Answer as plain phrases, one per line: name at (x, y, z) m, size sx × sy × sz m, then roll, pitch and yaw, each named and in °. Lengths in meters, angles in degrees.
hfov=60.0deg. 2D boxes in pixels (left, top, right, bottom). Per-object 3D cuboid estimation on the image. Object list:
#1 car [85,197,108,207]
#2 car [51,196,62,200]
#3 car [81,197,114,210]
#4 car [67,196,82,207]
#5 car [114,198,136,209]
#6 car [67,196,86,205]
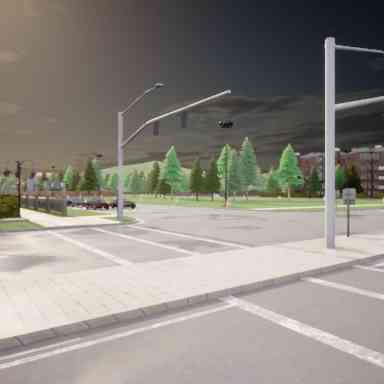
car at (-15.242, 1.505, 52.860) m, size 1.837 × 1.490 × 4.892 m, roll 0°, pitch 0°, yaw -36°
car at (-23.481, 1.505, 58.283) m, size 1.837 × 1.490 × 4.892 m, roll 0°, pitch 0°, yaw -36°
car at (-12.227, 1.601, 42.759) m, size 1.895 × 1.301 × 4.718 m, roll 0°, pitch 0°, yaw -36°
car at (-17.640, 1.505, 50.200) m, size 1.837 × 1.490 × 4.892 m, roll 0°, pitch 0°, yaw -36°
car at (-9.442, 1.547, 44.870) m, size 2.033 × 1.411 × 5.357 m, roll 0°, pitch 0°, yaw -36°
car at (-21.343, 1.477, 61.322) m, size 1.882 × 1.535 × 5.008 m, roll 0°, pitch 0°, yaw -36°
